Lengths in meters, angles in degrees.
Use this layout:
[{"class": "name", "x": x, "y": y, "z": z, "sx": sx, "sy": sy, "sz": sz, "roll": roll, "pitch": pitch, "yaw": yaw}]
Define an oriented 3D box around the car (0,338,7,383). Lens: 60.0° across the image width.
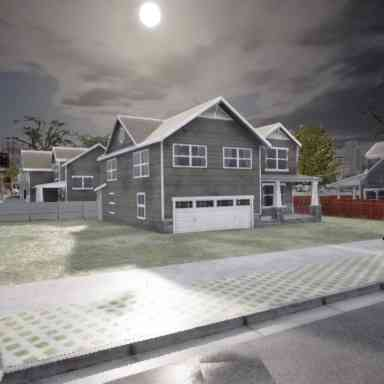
[{"class": "car", "x": -3.794, "y": 1.598, "z": 1.736, "sx": 4.718, "sy": 1.301, "sz": 1.895, "roll": 1, "pitch": -1, "yaw": -19}]
